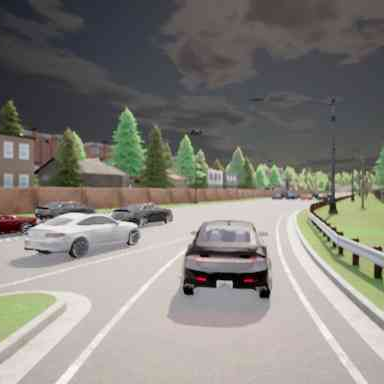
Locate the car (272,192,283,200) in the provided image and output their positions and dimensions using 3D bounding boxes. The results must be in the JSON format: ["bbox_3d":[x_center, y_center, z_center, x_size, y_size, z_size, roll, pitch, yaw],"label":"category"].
[{"bbox_3d":[20.969,1.244,81.847,1.812,1.442,4.674,0,0,28],"label":"car"}]

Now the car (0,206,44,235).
[{"bbox_3d":[-9.920,1.546,16.007,1.895,1.301,4.718,0,0,28],"label":"car"}]

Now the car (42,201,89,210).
[{"bbox_3d":[-9.243,1.408,24.744,2.128,1.511,4.902,0,0,28],"label":"car"}]

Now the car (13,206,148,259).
[{"bbox_3d":[-3.871,1.483,12.480,1.812,1.442,4.674,0,0,28],"label":"car"}]

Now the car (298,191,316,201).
[{"bbox_3d":[27.138,1.086,78.537,2.097,1.767,4.553,0,0,28],"label":"car"}]

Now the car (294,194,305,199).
[{"bbox_3d":[28.766,1.162,89.066,1.895,1.301,4.718,0,0,28],"label":"car"}]

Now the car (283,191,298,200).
[{"bbox_3d":[23.865,1.204,79.838,1.882,1.535,5.008,0,0,28],"label":"car"}]

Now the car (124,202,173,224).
[{"bbox_3d":[-3.058,1.419,21.464,2.128,1.511,4.902,0,0,28],"label":"car"}]

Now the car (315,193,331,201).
[{"bbox_3d":[30.257,1.331,76.949,1.895,1.301,4.718,0,0,28],"label":"car"}]

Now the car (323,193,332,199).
[{"bbox_3d":[34.934,1.078,85.756,1.837,1.490,4.892,0,0,28],"label":"car"}]

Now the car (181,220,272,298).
[{"bbox_3d":[0.923,1.462,8.477,2.128,1.511,4.902,0,0,8],"label":"car"}]
